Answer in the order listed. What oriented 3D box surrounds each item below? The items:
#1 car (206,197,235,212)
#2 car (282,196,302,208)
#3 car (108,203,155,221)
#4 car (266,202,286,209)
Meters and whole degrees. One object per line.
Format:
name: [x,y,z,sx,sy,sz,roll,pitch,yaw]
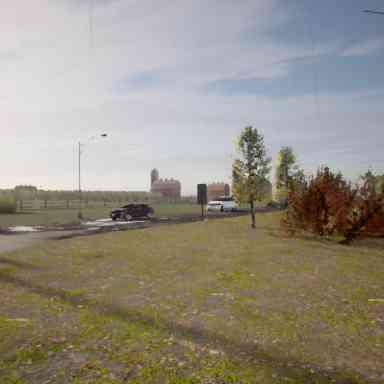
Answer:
car: [3.993,1.641,45.022,2.150,2.045,5.566,-1,-1,32]
car: [18.597,1.783,61.722,2.150,2.045,5.566,-1,-1,31]
car: [-5.379,1.756,30.027,1.837,1.490,4.892,-1,-1,32]
car: [13.378,1.966,53.190,1.837,1.490,4.892,-1,-1,32]
